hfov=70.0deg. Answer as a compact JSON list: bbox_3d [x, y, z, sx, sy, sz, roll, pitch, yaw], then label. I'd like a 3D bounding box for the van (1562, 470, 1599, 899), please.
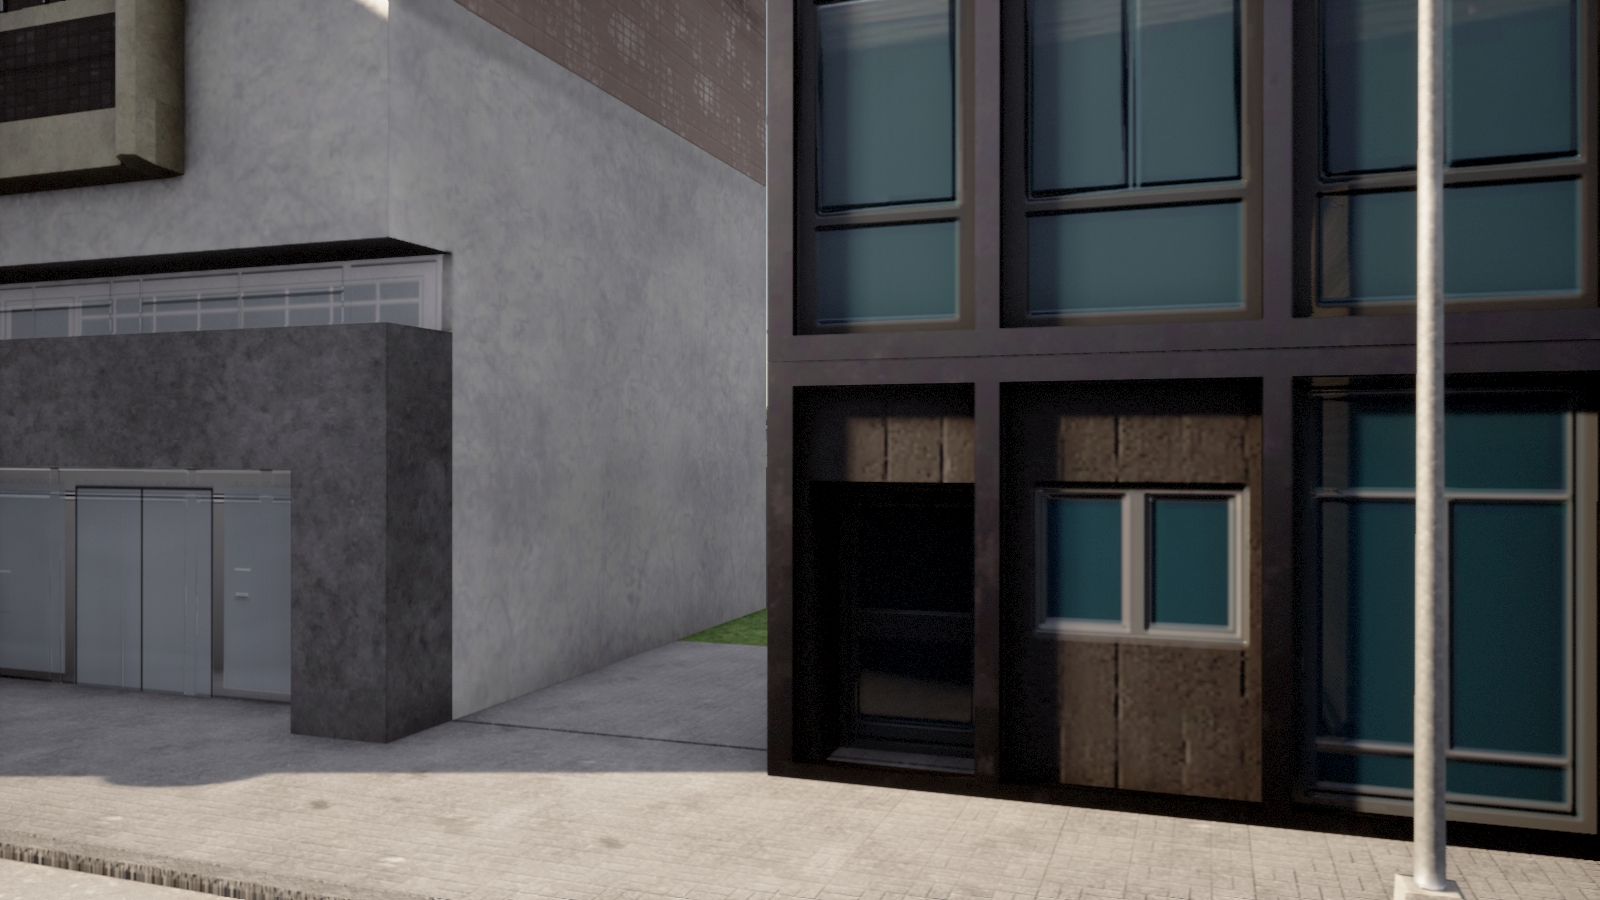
[{"bbox_3d":[5.057,1.312,1.953,5.915,2.561,1.988,-1,0,20],"label":"van"}]
